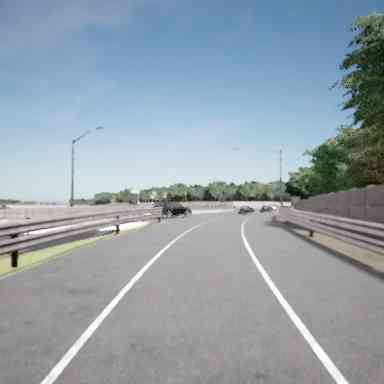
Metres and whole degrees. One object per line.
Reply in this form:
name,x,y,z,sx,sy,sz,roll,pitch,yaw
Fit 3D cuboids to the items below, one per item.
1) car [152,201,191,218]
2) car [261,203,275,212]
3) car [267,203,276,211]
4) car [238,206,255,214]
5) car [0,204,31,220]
car,-2.504,2.217,41.790,2.150,2.045,5.566,-1,-2,41
car,16.692,3.644,74.088,2.097,1.767,4.553,0,-2,20
car,21.565,4.156,90.783,2.150,2.045,5.566,0,-2,12
car,9.772,3.240,59.492,1.812,1.442,4.674,-1,-2,29
car,-16.270,1.781,28.310,4.553,1.767,2.097,2,-3,-40
